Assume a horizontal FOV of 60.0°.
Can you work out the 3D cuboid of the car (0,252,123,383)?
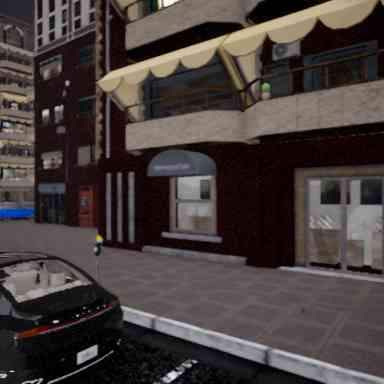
[{"bbox_3d":[-2.941,1.584,4.971,4.403,1.369,2.008,0,0,35],"label":"car"}]

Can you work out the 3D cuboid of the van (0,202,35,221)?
[{"bbox_3d":[-17.208,1.919,32.634,1.690,1.788,3.998,-2,-2,35],"label":"van"}]
